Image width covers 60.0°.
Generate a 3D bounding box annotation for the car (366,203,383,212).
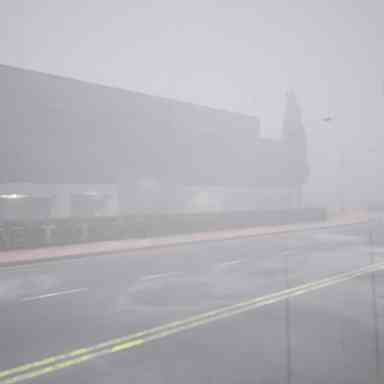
[{"bbox_3d":[26.641,2.143,47.319,1.895,1.301,4.718,-1,-1,8],"label":"car"}]
